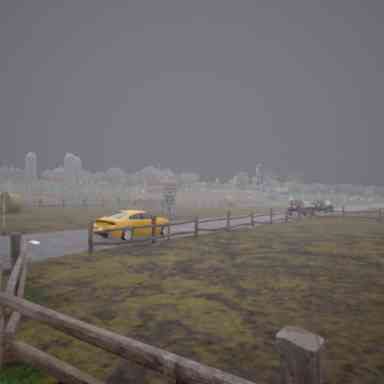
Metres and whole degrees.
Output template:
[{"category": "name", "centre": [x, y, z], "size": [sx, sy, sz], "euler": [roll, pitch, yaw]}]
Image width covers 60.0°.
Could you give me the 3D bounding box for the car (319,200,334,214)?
[{"category": "car", "centre": [20.326, 2.228, 51.631], "size": [2.150, 2.045, 5.566], "euler": [2, 0, 36]}]

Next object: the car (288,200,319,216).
[{"category": "car", "centre": [14.277, 2.040, 43.177], "size": [2.150, 2.045, 5.566], "euler": [2, 0, 36]}]

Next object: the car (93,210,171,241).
[{"category": "car", "centre": [-3.227, 1.786, 19.006], "size": [1.882, 1.535, 5.008], "euler": [2, 0, 36]}]
